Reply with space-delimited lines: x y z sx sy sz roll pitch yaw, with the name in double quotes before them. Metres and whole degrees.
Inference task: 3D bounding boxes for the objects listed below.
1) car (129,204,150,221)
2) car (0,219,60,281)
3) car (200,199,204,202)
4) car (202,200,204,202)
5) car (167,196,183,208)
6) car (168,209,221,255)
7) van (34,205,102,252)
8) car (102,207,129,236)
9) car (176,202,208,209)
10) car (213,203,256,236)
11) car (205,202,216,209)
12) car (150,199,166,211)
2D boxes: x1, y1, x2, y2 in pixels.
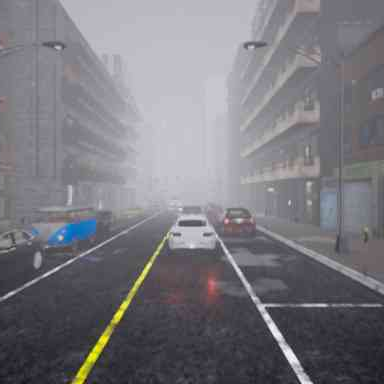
"car" -5.325 1.827 30.929 1.752 1.417 4.829 -1 -1 0
"car" -5.324 1.635 8.494 2.008 1.369 4.403 -1 -1 0
"car" 2.555 2.035 48.170 1.947 1.339 4.313 -1 -1 0
"car" 2.555 1.959 42.506 1.887 1.381 4.507 -1 -1 0
"car" -2.808 1.794 59.334 2.150 2.045 5.566 0 0 1
"car" 0.025 1.662 13.903 1.812 1.442 4.674 0 0 1
"van" -5.327 1.480 14.147 1.690 1.788 3.998 -1 -1 0
"car" -5.324 1.760 19.796 1.947 1.339 4.313 -1 -1 0
"car" 0.009 1.817 27.521 2.033 1.411 5.357 0 -1 0
"car" 2.554 1.635 19.851 1.967 1.590 4.097 -1 -1 0
"car" 2.556 1.941 36.841 1.802 1.307 4.206 -1 -1 0
"car" -5.325 2.018 48.052 2.008 1.369 4.403 -1 -1 0
